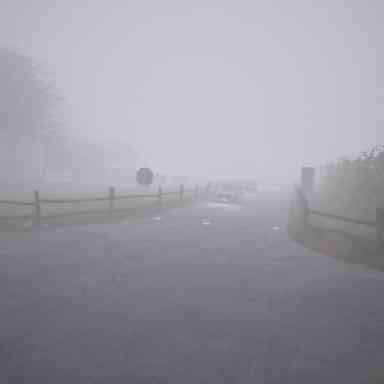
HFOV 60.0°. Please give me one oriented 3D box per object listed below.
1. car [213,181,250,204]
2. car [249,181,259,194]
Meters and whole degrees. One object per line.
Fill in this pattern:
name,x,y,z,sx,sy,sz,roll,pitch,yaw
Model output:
car,3.209,0.063,27.520,2.033,1.411,5.357,5,4,16
car,7.036,-0.658,40.270,2.033,1.411,5.357,5,5,16
